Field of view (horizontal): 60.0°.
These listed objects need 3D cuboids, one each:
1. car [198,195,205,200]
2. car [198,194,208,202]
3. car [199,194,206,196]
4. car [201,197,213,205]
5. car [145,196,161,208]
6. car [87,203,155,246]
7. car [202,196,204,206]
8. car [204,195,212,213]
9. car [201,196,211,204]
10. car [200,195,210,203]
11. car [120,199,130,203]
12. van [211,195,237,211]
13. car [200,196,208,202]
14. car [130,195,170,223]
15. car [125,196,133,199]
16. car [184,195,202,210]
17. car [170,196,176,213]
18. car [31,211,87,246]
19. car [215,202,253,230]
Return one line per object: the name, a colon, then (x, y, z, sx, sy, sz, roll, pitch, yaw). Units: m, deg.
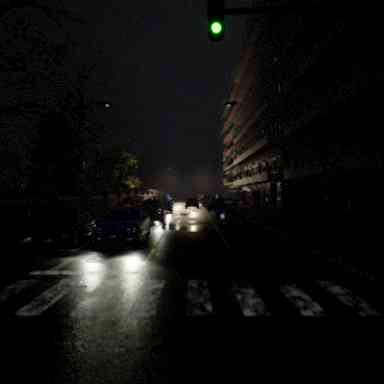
car: (2.708, 1.557, 94.151, 1.967, 1.590, 4.097, 0, 0, 0)
car: (2.706, 1.403, 82.892, 2.192, 1.841, 5.009, 0, 0, 0)
car: (2.702, 1.351, 54.741, 2.192, 1.841, 5.009, 0, 0, 0)
car: (2.702, 1.594, 60.372, 2.008, 1.369, 4.403, 0, 0, 0)
car: (-5.680, 1.469, 49.113, 1.967, 1.590, 4.097, 0, 0, 0)
car: (-3.086, 1.480, 15.591, 1.882, 1.535, 5.008, 0, 0, 0)
car: (2.699, 1.573, 43.481, 2.008, 1.369, 4.403, 0, 0, 0)
car: (2.699, 1.456, 37.851, 1.967, 1.590, 4.097, 0, 0, 0)
car: (2.703, 1.598, 66.001, 1.887, 1.381, 4.507, 0, 0, 0)
car: (2.704, 1.503, 71.631, 1.967, 1.590, 4.097, 0, 0, 0)
car: (-5.683, 1.533, 26.422, 1.752, 1.417, 4.829, 0, 0, 0)
van: (2.698, 1.348, 26.591, 1.690, 1.788, 3.998, 0, 0, 0)
car: (2.705, 1.657, 77.262, 1.802, 1.307, 4.206, 0, 0, 0)
car: (-3.077, 1.359, 25.558, 2.097, 1.767, 4.553, 0, 0, 0)
car: (-5.682, 1.327, 32.222, 2.192, 1.841, 5.009, 0, 0, 0)
car: (0.008, 1.528, 44.428, 1.837, 1.490, 4.892, 0, 0, 0)
car: (-3.057, 1.506, 37.351, 2.128, 1.511, 4.902, 0, 0, 0)
car: (-5.685, 1.568, 15.331, 1.947, 1.339, 4.313, 0, 0, 0)
car: (2.696, 1.548, 20.960, 1.887, 1.381, 4.507, 0, 0, 0)
